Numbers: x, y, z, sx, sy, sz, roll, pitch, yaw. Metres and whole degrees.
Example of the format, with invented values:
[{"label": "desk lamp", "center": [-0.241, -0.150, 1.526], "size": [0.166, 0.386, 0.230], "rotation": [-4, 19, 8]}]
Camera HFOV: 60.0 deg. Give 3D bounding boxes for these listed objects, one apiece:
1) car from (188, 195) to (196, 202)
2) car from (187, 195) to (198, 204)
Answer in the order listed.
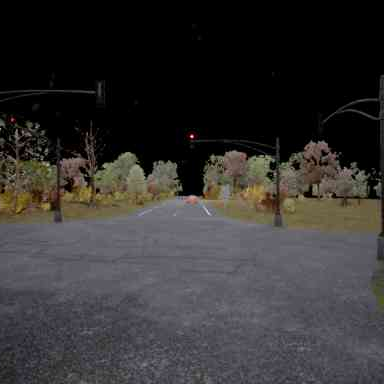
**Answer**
[{"label": "car", "center": [0.081, 1.449, 77.994], "size": [1.812, 1.442, 4.674], "rotation": [0, 0, 0]}, {"label": "car", "center": [0.071, 1.423, 67.959], "size": [2.097, 1.767, 4.553], "rotation": [0, 0, 0]}]
